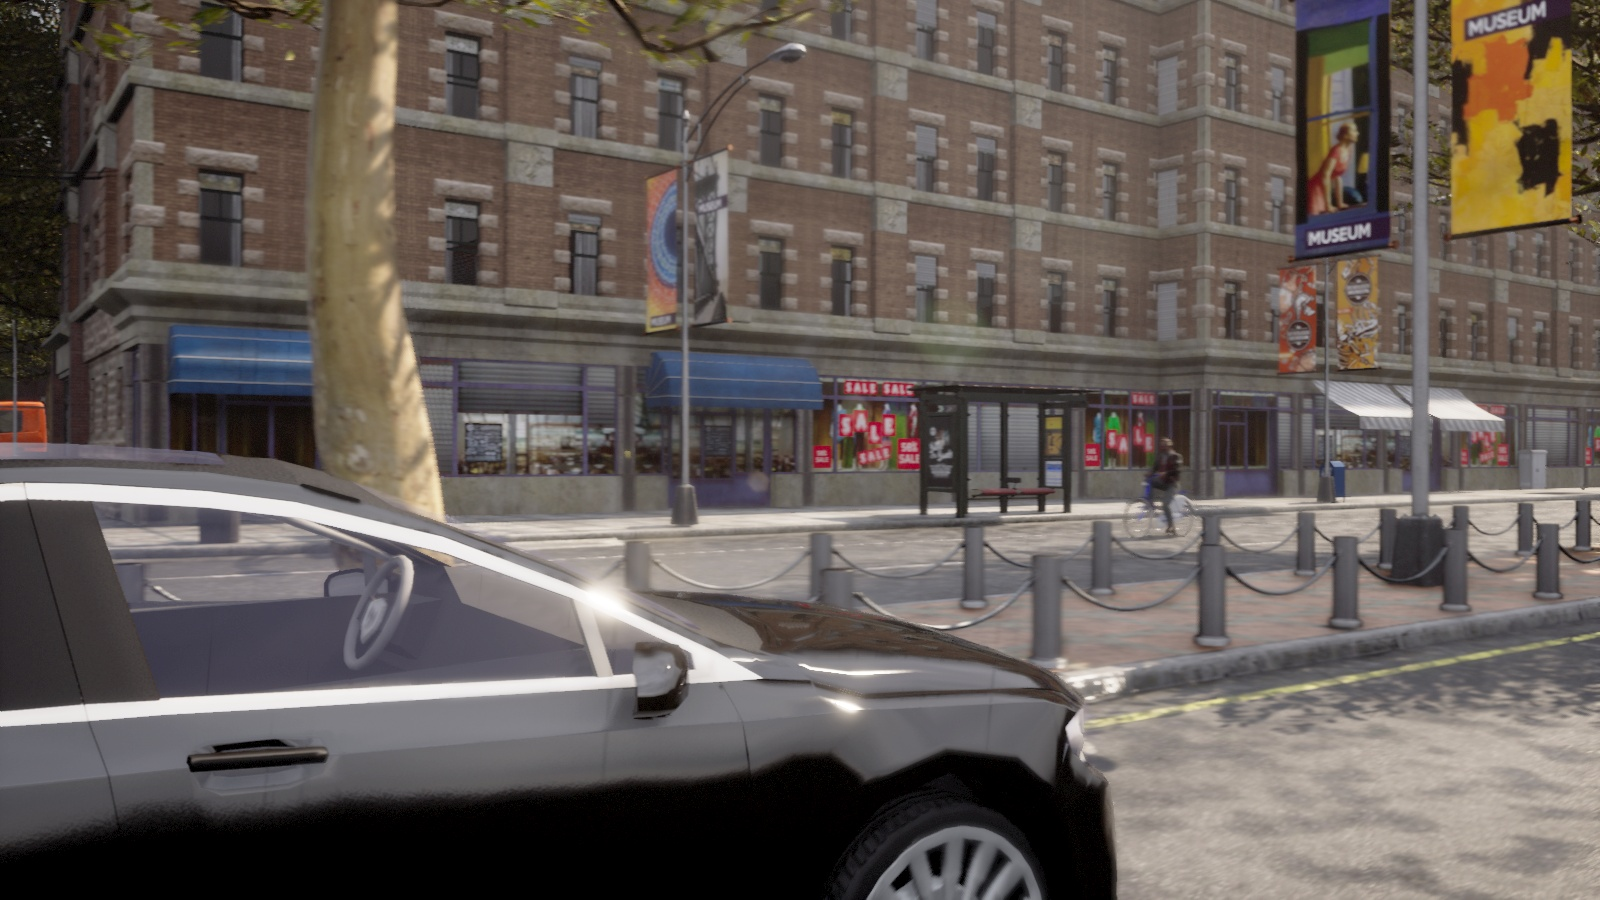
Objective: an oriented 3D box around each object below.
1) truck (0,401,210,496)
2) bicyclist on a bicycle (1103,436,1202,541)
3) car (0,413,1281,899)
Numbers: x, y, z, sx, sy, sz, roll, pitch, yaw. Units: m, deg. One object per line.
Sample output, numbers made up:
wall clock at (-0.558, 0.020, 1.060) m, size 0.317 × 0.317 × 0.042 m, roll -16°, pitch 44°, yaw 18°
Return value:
truck at (-27.632, -0.059, 49.034) m, size 7.936 × 3.462 × 2.891 m, roll 0°, pitch 0°, yaw -35°
bicyclist on a bicycle at (6.178, 0.656, 21.971) m, size 1.843 × 1.776 × 0.659 m, roll 0°, pitch 0°, yaw -35°
car at (-1.387, 0.711, 2.694) m, size 4.902 × 1.511 × 2.128 m, roll 0°, pitch 0°, yaw -35°
